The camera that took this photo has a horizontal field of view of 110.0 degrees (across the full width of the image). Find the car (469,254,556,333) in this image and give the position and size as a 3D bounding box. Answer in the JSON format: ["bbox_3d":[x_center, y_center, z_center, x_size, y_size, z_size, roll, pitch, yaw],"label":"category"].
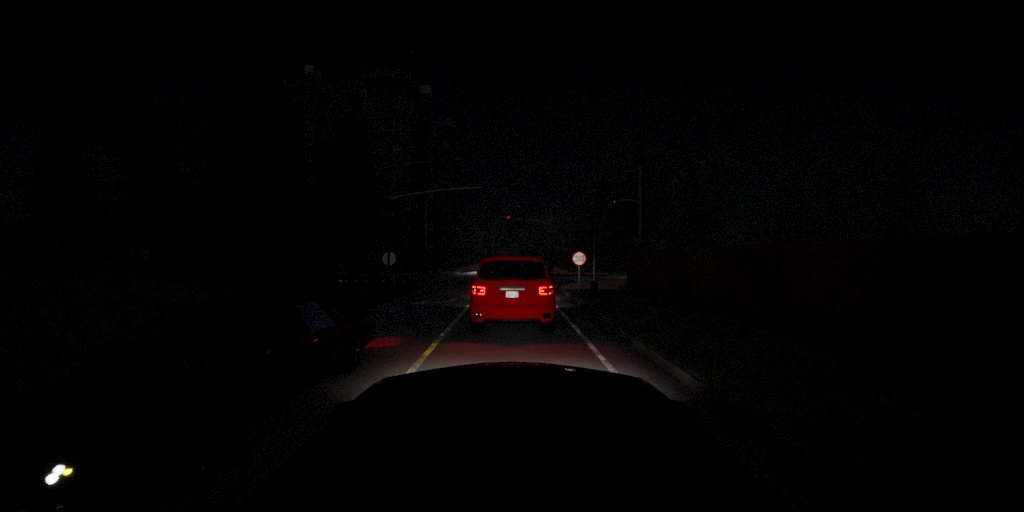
[{"bbox_3d":[0.051,0.971,10.871,2.150,2.045,5.566,0,0,1],"label":"car"}]

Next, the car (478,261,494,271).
[{"bbox_3d":[-3.550,1.351,50.041,1.895,1.301,4.718,0,0,0],"label":"car"}]

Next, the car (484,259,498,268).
[{"bbox_3d":[-3.516,1.297,60.677,2.033,1.411,5.357,0,0,0],"label":"car"}]

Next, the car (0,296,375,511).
[{"bbox_3d":[-3.623,1.297,4.819,2.033,1.411,5.357,0,0,0],"label":"car"}]
